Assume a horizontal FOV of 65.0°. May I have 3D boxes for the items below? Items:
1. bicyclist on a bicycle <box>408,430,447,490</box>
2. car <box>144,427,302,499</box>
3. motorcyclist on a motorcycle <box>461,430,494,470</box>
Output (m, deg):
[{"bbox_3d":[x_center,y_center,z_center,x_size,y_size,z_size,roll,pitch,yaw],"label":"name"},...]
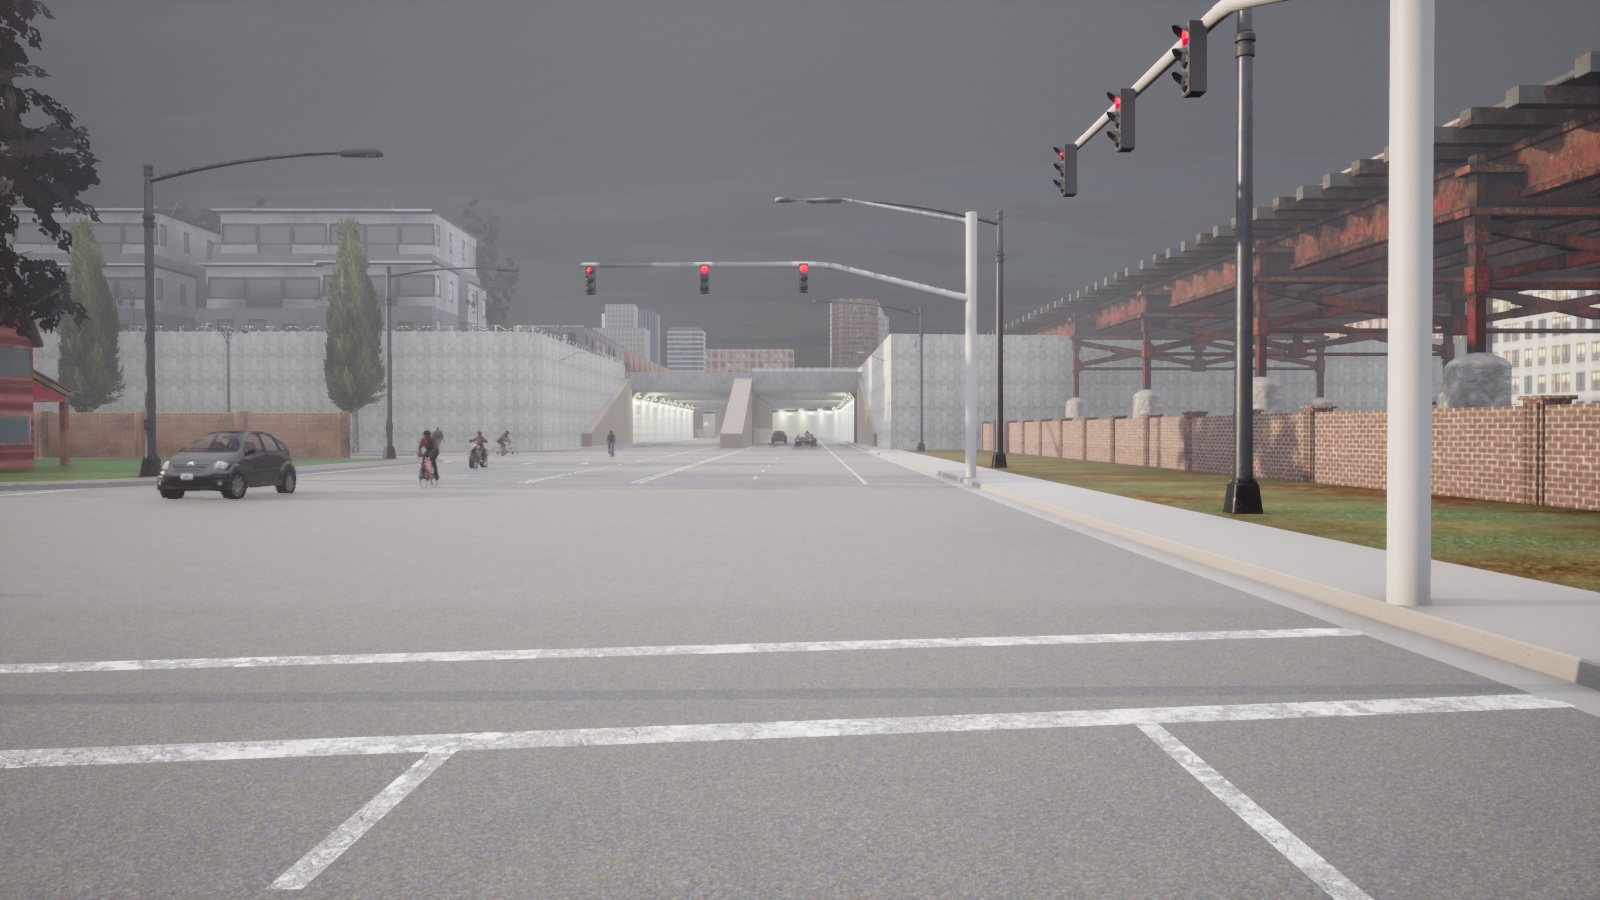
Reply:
[{"bbox_3d":[-10.292,0.262,34.726,0.582,1.620,1.656,0,1,0],"label":"bicyclist on a bicycle"},{"bbox_3d":[-13.882,0.268,30.487,1.851,1.617,3.988,0,1,3],"label":"car"},{"bbox_3d":[-13.689,-0.032,53.335,0.766,1.649,2.350,0,1,0],"label":"motorcyclist on a motorcycle"}]
